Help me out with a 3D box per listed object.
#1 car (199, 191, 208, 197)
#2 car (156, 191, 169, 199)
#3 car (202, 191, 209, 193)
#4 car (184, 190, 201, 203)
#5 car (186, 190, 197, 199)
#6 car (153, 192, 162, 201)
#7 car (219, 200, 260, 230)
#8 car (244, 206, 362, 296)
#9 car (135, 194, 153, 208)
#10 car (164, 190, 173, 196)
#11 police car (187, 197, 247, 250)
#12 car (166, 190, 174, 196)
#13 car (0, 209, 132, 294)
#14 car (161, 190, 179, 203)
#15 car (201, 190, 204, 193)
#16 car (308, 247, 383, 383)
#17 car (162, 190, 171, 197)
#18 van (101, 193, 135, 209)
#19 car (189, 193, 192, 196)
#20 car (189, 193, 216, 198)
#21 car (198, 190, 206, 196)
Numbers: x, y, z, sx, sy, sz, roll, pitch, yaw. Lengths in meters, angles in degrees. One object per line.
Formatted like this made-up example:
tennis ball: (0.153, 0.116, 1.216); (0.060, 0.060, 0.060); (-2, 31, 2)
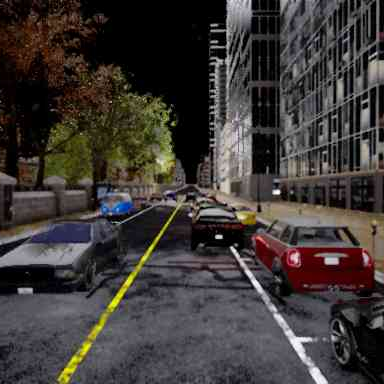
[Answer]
car: (2.616, 0.432, 76.517); (1.947, 1.339, 4.313); (0, 1, 0)
car: (-5.753, 0.603, 65.169); (2.008, 1.369, 4.403); (0, 1, 0)
car: (2.645, 0.896, 48.115); (1.802, 1.307, 4.206); (0, 1, 0)
car: (-0.051, 0.808, 48.845); (1.837, 1.490, 4.892); (0, 1, 0)
car: (-0.066, 0.424, 63.810); (2.097, 1.767, 4.553); (0, 1, 0)
car: (-5.741, 0.774, 53.804); (1.887, 1.381, 4.507); (0, 1, 0)
car: (2.673, 1.253, 19.880); (1.752, 1.417, 4.829); (0, 1, 0)
car: (2.685, 1.326, 8.344); (1.967, 1.590, 4.097); (0, 1, 0)
car: (-5.725, 1.068, 36.758); (1.802, 1.307, 4.206); (0, 1, 0)
car: (-5.770, 0.327, 82.215); (2.008, 1.369, 4.403); (0, 1, 0)
police car: (0.885, 1.242, 13.512); (1.930, 1.638, 5.238); (0, 1, 0)
car: (-5.776, 0.233, 87.898); (2.008, 1.369, 4.403); (0, 1, 0)
car: (-3.111, 1.429, 8.869); (2.033, 1.411, 5.357); (0, 1, 0)
car: (-3.134, 0.815, 49.860); (1.812, 1.442, 4.674); (0, 1, 0)
car: (2.628, 0.594, 65.156); (1.887, 1.381, 4.507); (0, 1, 0)
car: (2.690, 1.528, 2.665); (1.947, 1.339, 4.313); (0, 1, 0)
car: (-5.764, 0.397, 76.362); (1.752, 1.417, 4.829); (0, 1, 0)
van: (-5.712, 0.993, 25.390); (1.690, 1.788, 3.998); (0, 1, 0)
car: (0.869, 1.097, 29.402); (1.837, 1.490, 4.892); (0, 1, 0)
car: (0.875, 1.131, 23.593); (1.801, 1.575, 5.366); (0, 1, 0)
car: (2.604, 0.231, 87.880); (2.008, 1.369, 4.403); (0, 1, 0)
